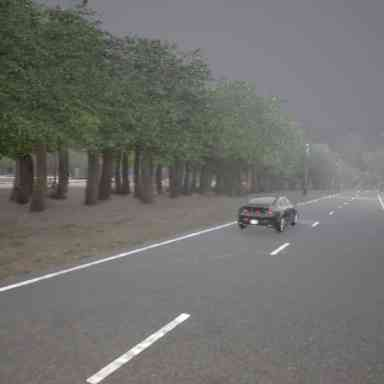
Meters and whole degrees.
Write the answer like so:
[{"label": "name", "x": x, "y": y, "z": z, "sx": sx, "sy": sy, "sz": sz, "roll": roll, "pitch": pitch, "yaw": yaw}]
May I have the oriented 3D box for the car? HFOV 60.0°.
[{"label": "car", "x": 3.710, "y": 0.911, "z": 15.679, "sx": 1.837, "sy": 1.490, "sz": 4.892, "roll": 3, "pitch": 3, "yaw": 29}]
